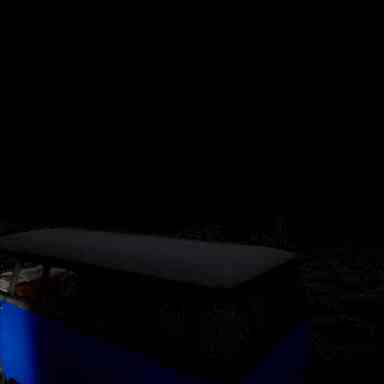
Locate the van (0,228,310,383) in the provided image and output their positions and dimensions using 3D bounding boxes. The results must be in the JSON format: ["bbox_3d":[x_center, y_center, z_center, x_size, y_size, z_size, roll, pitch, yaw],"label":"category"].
[{"bbox_3d":[-0.819,1.355,3.545,3.998,1.788,1.690,0,0,36],"label":"van"}]
